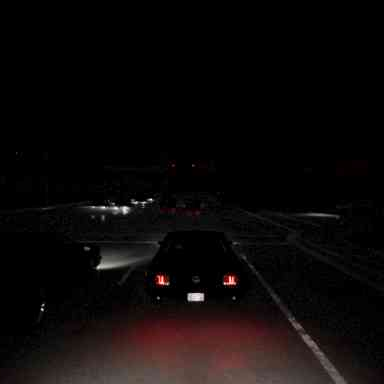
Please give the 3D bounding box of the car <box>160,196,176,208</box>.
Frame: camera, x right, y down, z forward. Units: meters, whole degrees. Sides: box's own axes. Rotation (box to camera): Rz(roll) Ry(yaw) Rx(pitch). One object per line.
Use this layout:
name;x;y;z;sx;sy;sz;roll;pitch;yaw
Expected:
car;-3.392;1.283;48.024;2.097;1.767;4.553;0;0;0

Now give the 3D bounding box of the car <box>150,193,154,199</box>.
car;-10.487;1.020;81.220;1.994;1.385;4.181;0;1;0

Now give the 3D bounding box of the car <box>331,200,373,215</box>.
car;16.161;1.524;32.830;4.674;1.442;1.812;0;0;-2

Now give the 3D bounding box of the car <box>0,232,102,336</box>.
car;-3.419;1.547;6.812;2.033;1.411;5.357;0;0;0

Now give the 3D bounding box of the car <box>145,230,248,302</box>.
car;0.084;1.600;8.193;1.895;1.301;4.718;0;0;0

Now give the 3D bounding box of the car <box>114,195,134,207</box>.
car;-10.579;1.509;51.017;1.895;1.301;4.718;0;0;0

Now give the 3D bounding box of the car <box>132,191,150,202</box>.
car;-10.489;1.197;68.758;1.837;1.490;4.892;0;1;0

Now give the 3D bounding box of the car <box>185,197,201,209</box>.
car;0.108;1.445;44.668;2.128;1.511;4.902;0;0;0

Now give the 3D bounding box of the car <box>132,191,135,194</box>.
car;-13.987;0.673;82.185;2.150;2.045;5.566;0;1;0

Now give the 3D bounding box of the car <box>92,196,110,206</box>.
car;-14.077;1.407;51.791;1.837;1.490;4.892;0;1;0

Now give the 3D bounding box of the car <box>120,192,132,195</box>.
car;-13.999;1.228;66.601;2.128;1.511;4.902;0;1;0
